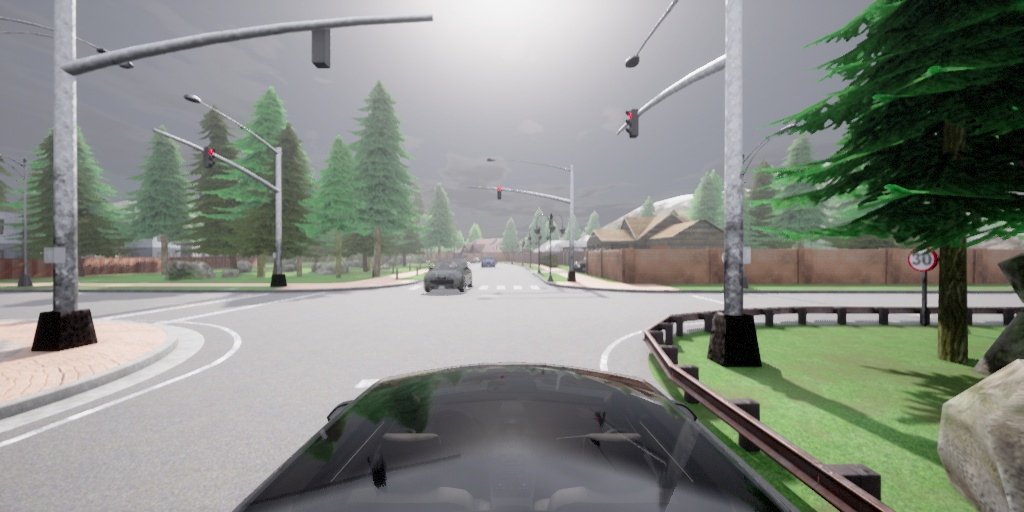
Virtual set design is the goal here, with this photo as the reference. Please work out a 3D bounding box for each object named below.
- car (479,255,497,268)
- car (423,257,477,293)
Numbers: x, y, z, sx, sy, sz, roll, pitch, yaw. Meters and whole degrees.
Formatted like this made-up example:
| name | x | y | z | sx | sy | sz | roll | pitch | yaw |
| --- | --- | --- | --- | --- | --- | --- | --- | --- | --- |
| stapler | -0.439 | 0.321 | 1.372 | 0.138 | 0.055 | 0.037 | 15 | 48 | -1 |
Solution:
| name | x | y | z | sx | sy | sz | roll | pitch | yaw |
| --- | --- | --- | --- | --- | --- | --- | --- | --- | --- |
| car | -3.558 | 0.938 | 55.549 | 2.150 | 2.045 | 5.566 | 0 | 1 | -2 |
| car | -3.492 | 0.983 | 20.286 | 2.097 | 1.767 | 4.553 | 0 | 0 | 1 |
